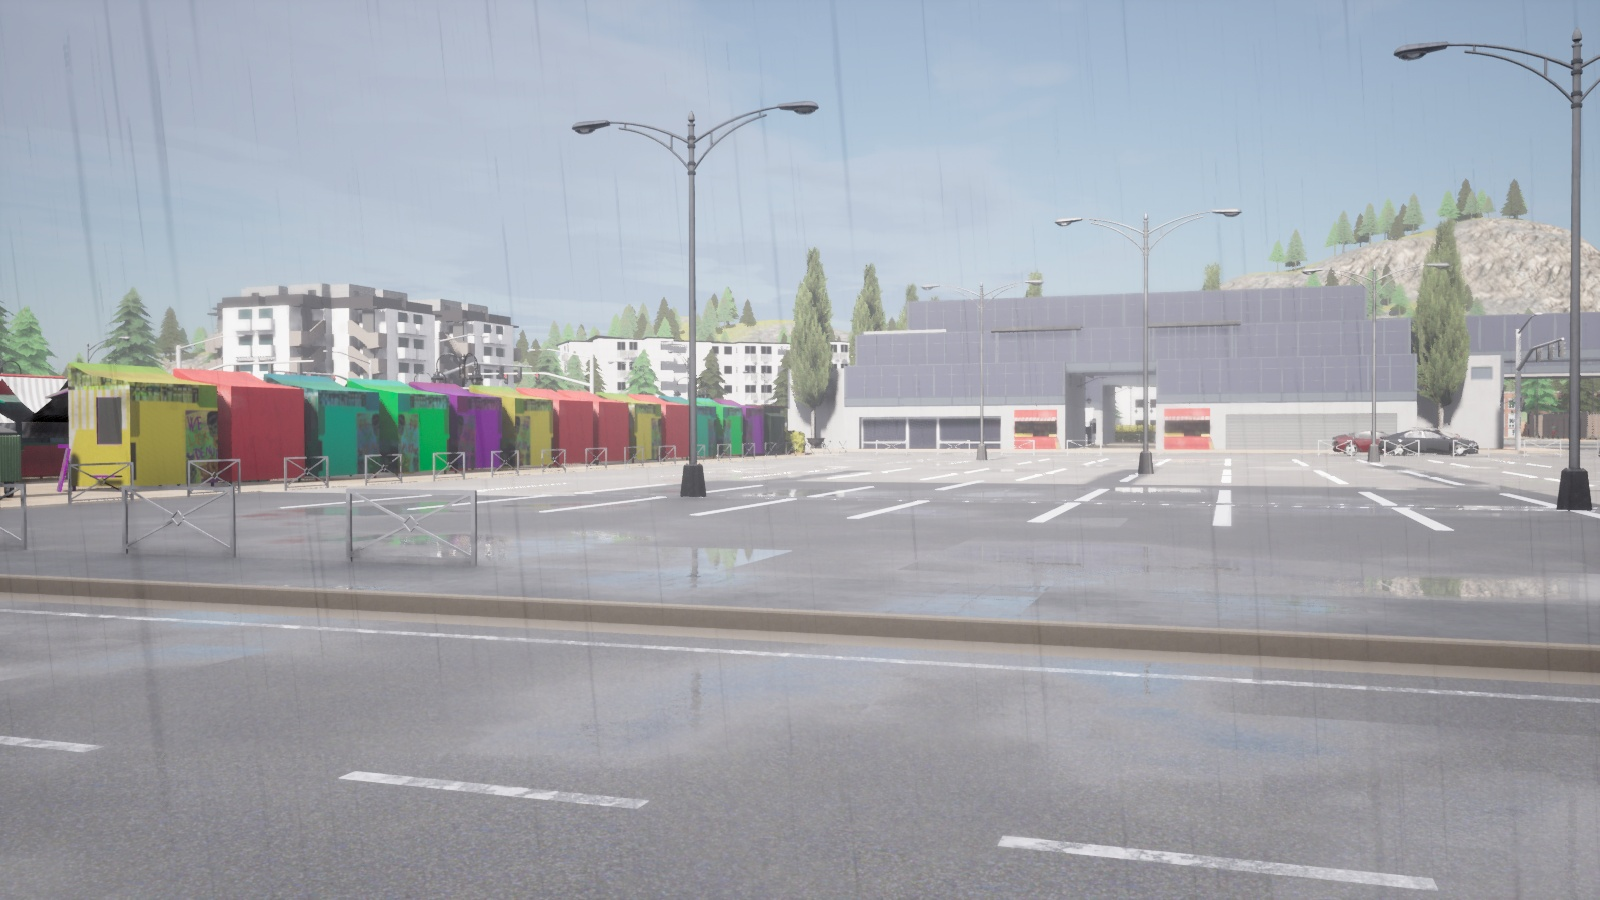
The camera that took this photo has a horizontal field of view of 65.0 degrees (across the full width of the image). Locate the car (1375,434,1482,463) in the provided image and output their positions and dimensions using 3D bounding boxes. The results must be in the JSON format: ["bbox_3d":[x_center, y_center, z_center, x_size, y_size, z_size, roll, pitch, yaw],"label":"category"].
[{"bbox_3d":[33.860,-0.120,67.801,4.902,1.511,2.128,1,1,20],"label":"car"}]

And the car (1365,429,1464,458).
[{"bbox_3d":[36.298,-0.394,74.357,5.027,1.651,2.152,1,1,20],"label":"car"}]

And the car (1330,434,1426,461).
[{"bbox_3d":[32.991,-0.145,71.838,4.792,1.488,2.163,1,1,20],"label":"car"}]
